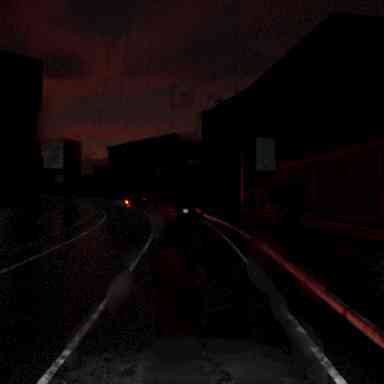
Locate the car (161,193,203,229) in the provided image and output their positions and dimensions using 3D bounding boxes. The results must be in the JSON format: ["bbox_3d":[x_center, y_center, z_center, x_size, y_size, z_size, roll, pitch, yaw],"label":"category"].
[{"bbox_3d":[-0.666,1.091,20.750,2.150,2.045,5.566,0,1,-7],"label":"car"}]

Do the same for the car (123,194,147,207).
[{"bbox_3d":[-7.069,0.967,41.155,2.128,1.511,4.902,2,1,-28],"label":"car"}]
